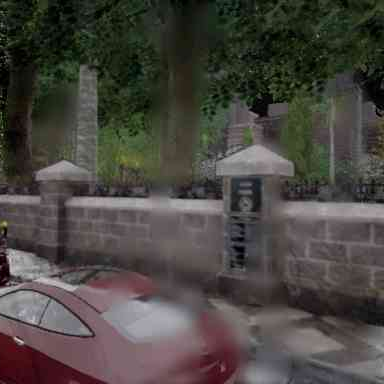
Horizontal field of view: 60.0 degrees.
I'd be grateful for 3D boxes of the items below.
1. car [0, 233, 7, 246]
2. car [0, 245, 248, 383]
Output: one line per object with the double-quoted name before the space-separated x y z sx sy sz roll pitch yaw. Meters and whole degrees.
"car" -5.897 1.281 7.168 5.009 1.841 2.192 0 0 36
"car" -1.400 1.571 3.960 4.206 1.307 1.802 0 0 35
